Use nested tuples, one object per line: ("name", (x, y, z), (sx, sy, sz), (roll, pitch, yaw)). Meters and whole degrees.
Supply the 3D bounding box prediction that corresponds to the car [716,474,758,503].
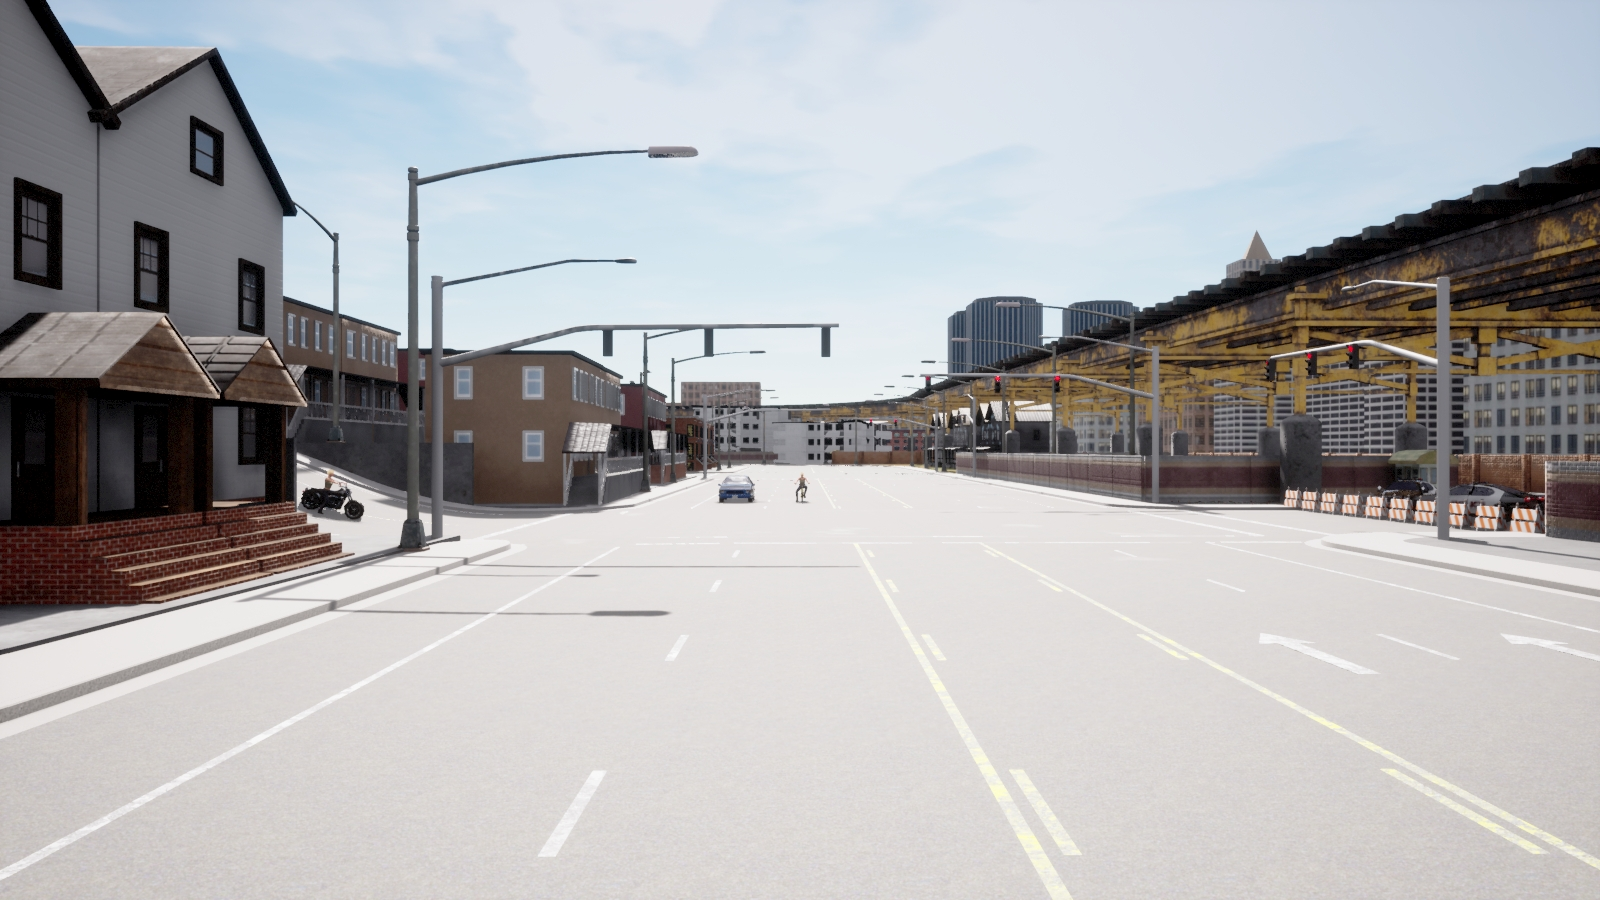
("car", (-3.449, 2.106, 63.014), (2.033, 1.411, 5.357), (0, 0, 0))
